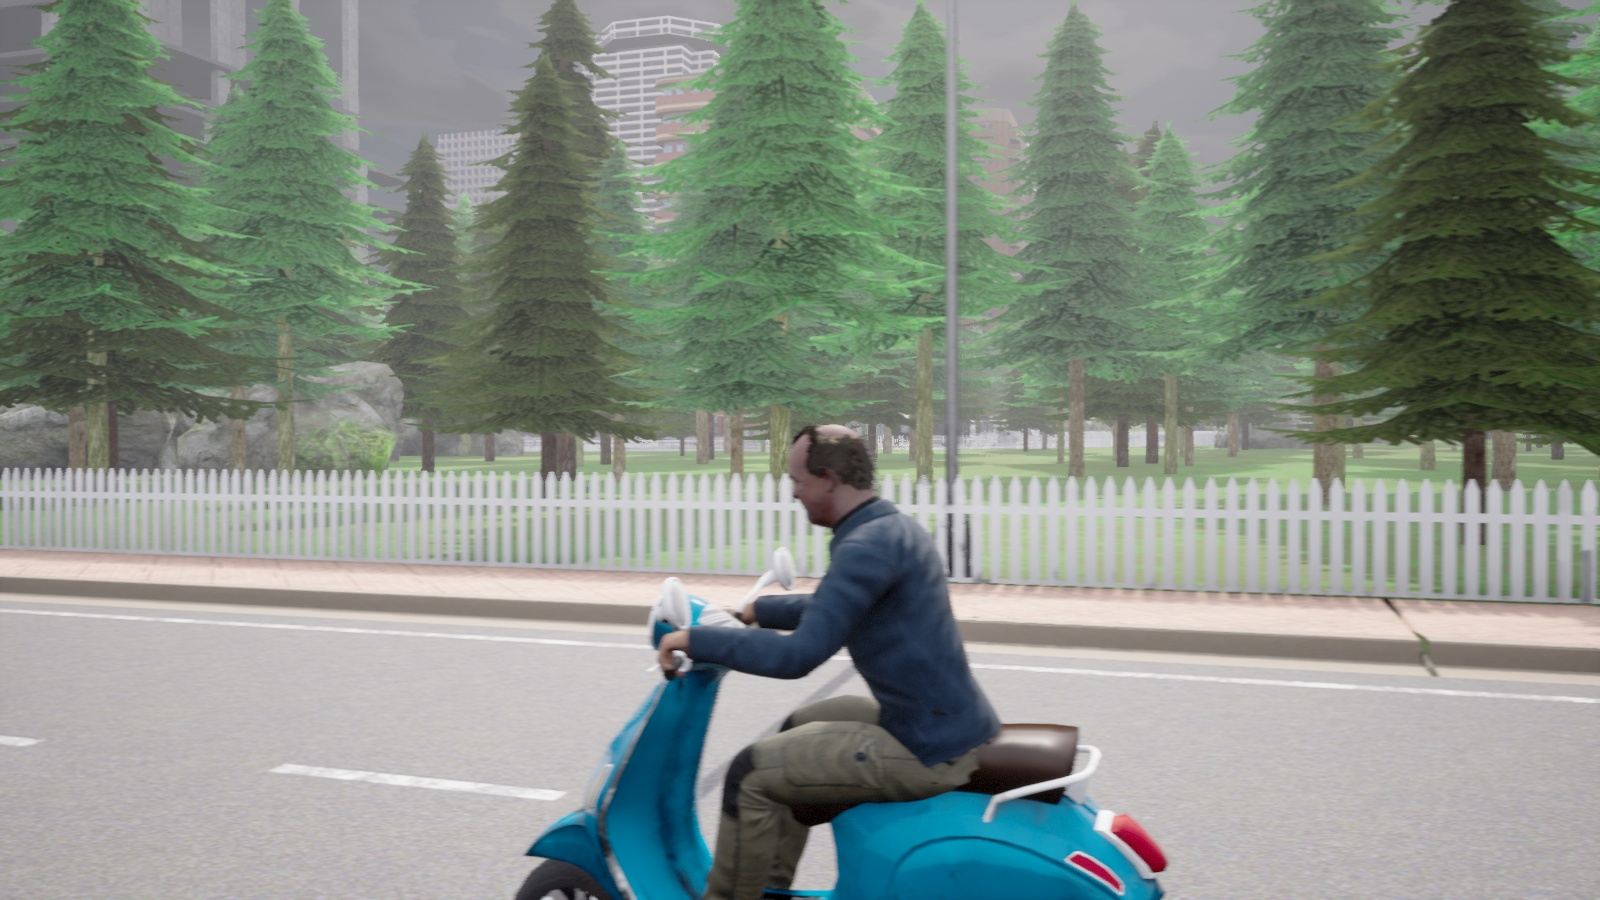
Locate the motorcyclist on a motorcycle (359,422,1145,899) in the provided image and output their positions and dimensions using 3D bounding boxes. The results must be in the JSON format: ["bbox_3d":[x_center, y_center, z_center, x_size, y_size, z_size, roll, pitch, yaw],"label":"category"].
[{"bbox_3d":[-0.087,0.728,3.222,1.817,1.590,0.866,1,1,19],"label":"motorcyclist on a motorcycle"}]
